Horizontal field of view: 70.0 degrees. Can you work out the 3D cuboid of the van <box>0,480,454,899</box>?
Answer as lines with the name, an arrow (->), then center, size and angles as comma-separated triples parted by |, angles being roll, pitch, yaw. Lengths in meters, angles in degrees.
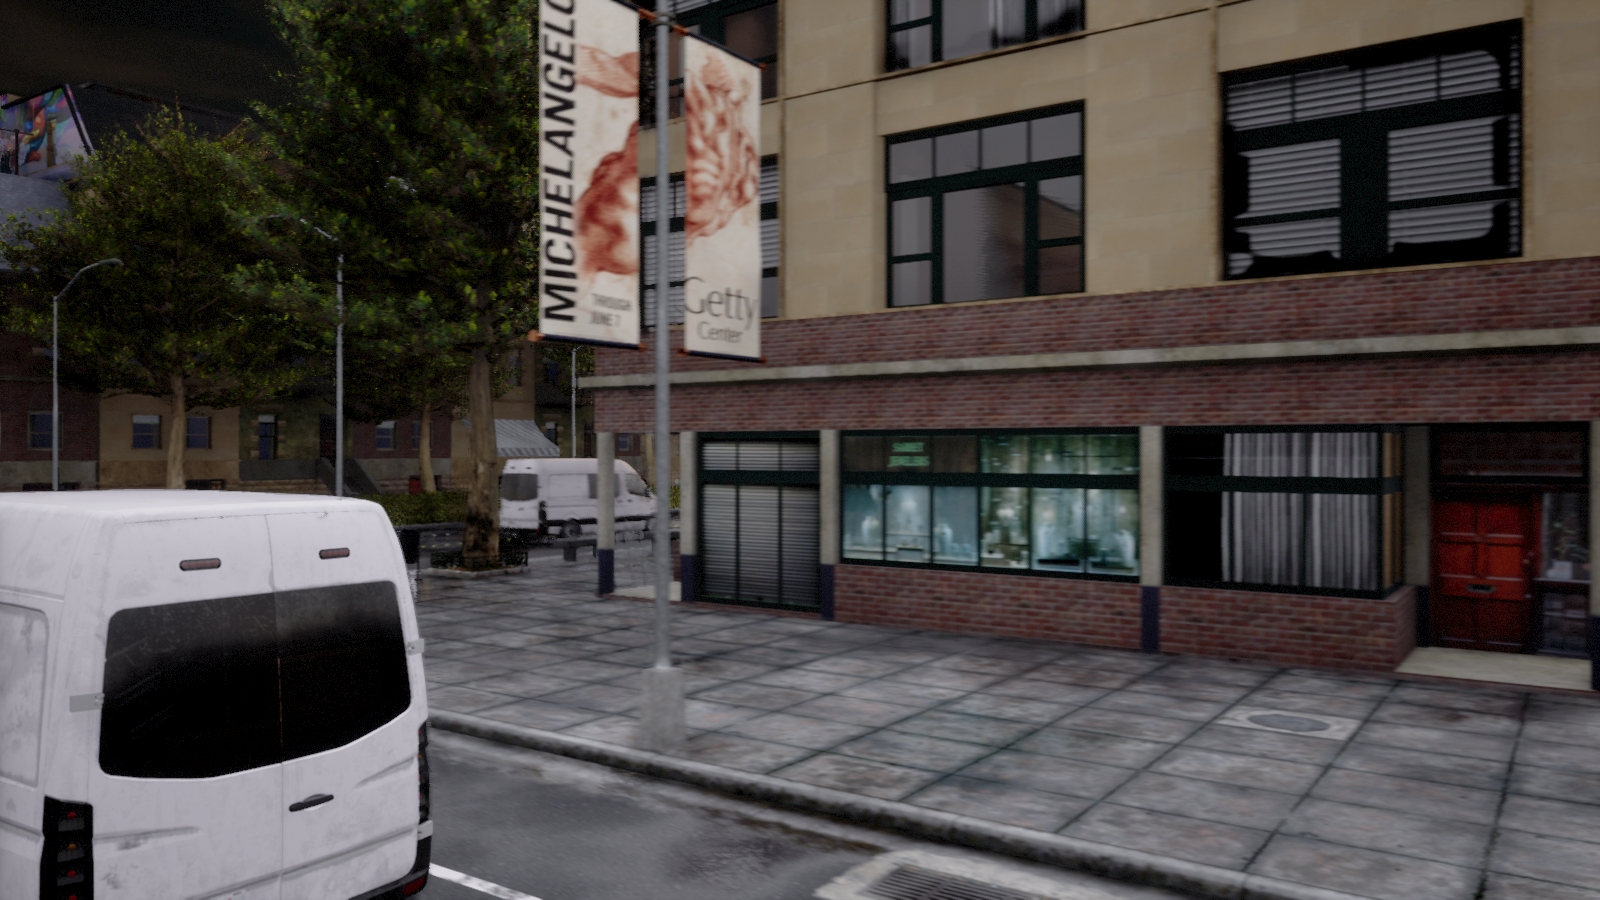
van -> -4.917, 1.535, 7.241 | 5.915, 2.561, 1.988 | 0, 0, 35

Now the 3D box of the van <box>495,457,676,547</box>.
van -> -6.664, 1.538, 36.282 | 1.988, 2.561, 5.915 | 0, 0, 35
